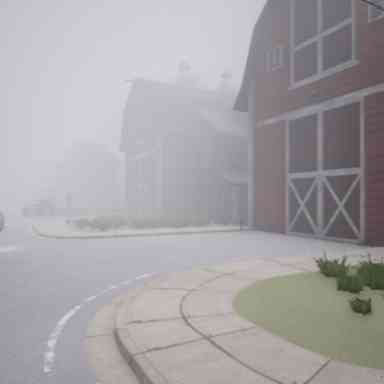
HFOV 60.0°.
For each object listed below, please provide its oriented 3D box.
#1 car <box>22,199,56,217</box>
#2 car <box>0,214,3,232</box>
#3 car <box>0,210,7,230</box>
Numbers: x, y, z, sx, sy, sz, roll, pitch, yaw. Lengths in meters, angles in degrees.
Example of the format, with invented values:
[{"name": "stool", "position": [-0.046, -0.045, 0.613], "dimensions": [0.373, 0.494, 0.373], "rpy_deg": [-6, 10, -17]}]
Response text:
[{"name": "car", "position": [-17.923, 1.817, 39.004], "dimensions": [3.866, 1.878, 1.905], "rpy_deg": [-2, 4, 19]}, {"name": "car", "position": [-7.423, 1.684, 10.934], "dimensions": [1.812, 1.442, 4.674], "rpy_deg": [1, -1, -28]}, {"name": "car", "position": [-14.392, 1.942, 23.768], "dimensions": [2.033, 1.411, 5.357], "rpy_deg": [1, -1, -28]}]
